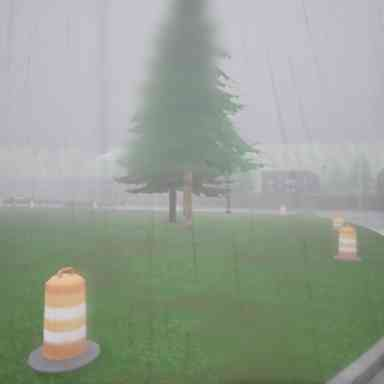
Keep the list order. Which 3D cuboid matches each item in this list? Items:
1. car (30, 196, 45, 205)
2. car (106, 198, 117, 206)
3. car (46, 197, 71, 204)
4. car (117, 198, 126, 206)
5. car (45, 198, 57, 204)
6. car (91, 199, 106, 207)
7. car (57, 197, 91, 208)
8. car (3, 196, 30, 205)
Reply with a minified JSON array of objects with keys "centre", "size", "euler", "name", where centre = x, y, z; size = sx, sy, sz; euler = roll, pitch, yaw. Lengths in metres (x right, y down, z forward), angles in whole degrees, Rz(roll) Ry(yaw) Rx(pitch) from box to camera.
[{"centre":[-32.280,1.645,66.495],"size":[4.553,1.767,2.097],"euler":[0,-1,26],"name":"car"},{"centre":[-16.972,2.059,62.817],"size":[4.181,1.385,1.994],"euler":[0,-1,26],"name":"car"},{"centre":[-29.200,1.901,72.779],"size":[5.357,1.411,2.033],"euler":[0,-1,26],"name":"car"},{"centre":[-15.408,2.039,65.947],"size":[4.892,1.490,1.837],"euler":[0,0,26],"name":"car"},{"centre":[-30.781,1.921,69.655],"size":[4.718,1.301,1.895],"euler":[0,-1,26],"name":"car"},{"centre":[-18.333,2.060,59.581],"size":[4.718,1.301,1.895],"euler":[0,-1,26],"name":"car"},{"centre":[-20.067,1.931,56.537],"size":[4.892,1.490,1.837],"euler":[0,0,27],"name":"car"},{"centre":[-33.861,1.754,63.371],"size":[4.892,1.490,1.837],"euler":[0,-1,26],"name":"car"}]
